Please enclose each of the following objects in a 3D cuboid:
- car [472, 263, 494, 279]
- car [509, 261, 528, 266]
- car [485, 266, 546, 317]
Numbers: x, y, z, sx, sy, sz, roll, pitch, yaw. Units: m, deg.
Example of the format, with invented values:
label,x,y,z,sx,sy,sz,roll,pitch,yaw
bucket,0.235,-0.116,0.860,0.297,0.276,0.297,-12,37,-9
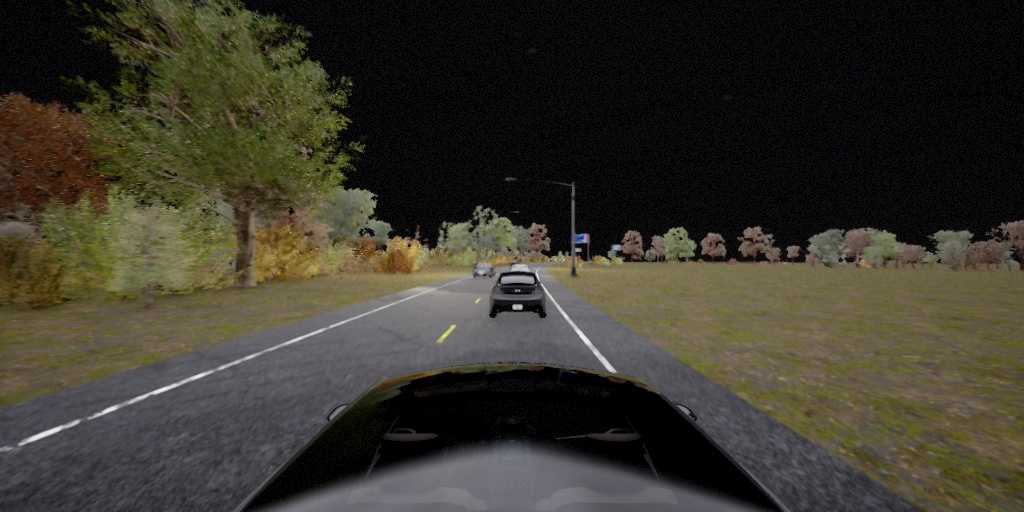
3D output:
label,x,y,z,sx,sy,sz,roll,pitch,yaw
car,-2.728,1.423,35.727,2.128,1.511,4.902,0,0,3
car,0.724,1.429,30.501,1.812,1.442,4.674,0,0,2
car,0.218,1.317,13.434,1.837,1.490,4.892,0,0,1
